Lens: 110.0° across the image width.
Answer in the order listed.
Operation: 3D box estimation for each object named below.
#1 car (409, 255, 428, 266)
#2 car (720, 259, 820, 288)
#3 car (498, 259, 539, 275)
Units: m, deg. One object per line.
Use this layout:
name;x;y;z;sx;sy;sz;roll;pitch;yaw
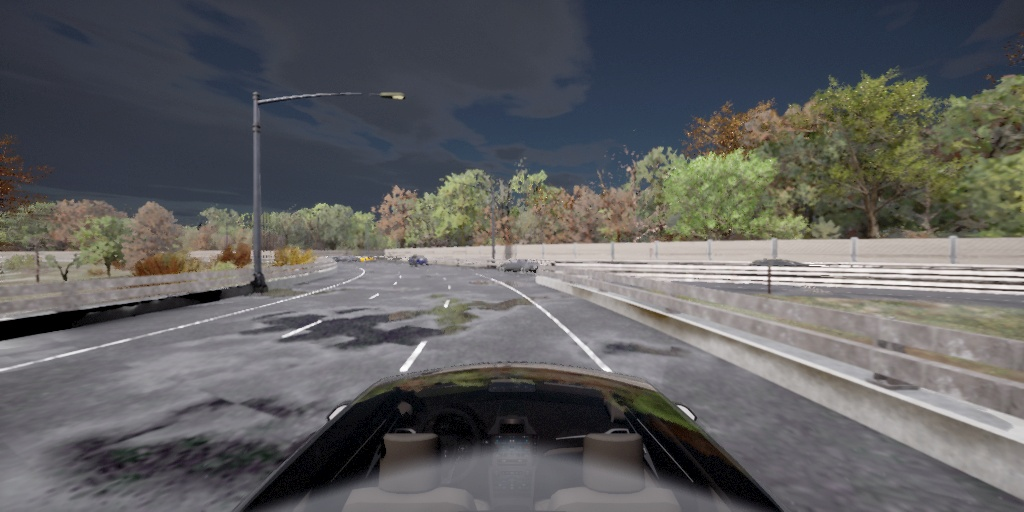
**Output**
car;-14.908;0.627;56.795;2.097;1.767;4.553;-1;0;-28
car;15.324;0.941;21.604;4.892;1.490;1.837;0;1;35
car;0.647;0.951;33.763;4.181;1.385;1.994;0;1;45
